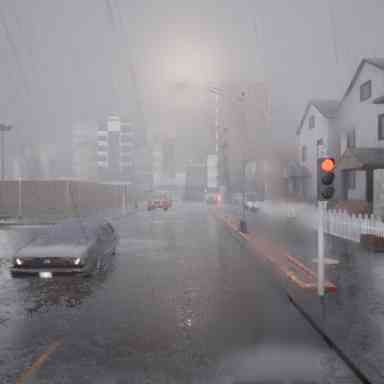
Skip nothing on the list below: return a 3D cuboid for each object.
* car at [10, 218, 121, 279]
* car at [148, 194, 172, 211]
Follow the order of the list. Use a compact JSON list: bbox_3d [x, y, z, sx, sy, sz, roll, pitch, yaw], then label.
[{"bbox_3d":[-3.493,1.547,10.402,2.033,1.411,5.357,0,0,-2],"label":"car"},{"bbox_3d":[-4.088,1.221,41.156,2.150,2.045,5.566,0,0,0],"label":"car"}]
